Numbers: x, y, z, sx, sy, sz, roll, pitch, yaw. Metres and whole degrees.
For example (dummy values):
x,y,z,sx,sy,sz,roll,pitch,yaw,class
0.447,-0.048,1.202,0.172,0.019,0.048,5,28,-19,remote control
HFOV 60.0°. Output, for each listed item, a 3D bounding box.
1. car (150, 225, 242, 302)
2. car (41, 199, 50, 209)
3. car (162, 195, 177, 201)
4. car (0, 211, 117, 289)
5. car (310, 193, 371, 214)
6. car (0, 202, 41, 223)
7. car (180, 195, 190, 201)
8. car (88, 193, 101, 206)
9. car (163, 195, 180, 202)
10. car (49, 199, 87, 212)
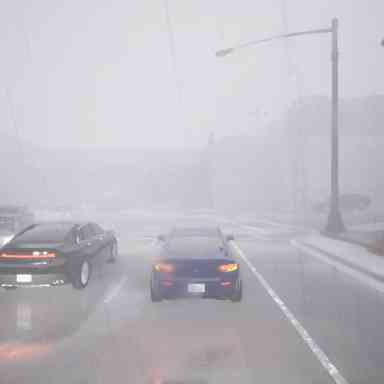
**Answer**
x,y,z,sx,sy,sz,roll,pitch,yaw,class
0.096,1.526,8.154,1.812,1.442,4.674,0,0,0,car
-18.129,1.547,42.383,2.033,1.411,5.357,0,0,-1,car
-5.726,1.552,85.211,1.994,1.385,4.181,0,0,24,car
-3.393,1.505,9.169,1.837,1.490,4.892,0,0,0,car
12.560,0.891,28.306,4.892,1.490,1.837,-7,0,0,car
-10.797,1.505,19.713,1.837,1.490,4.892,1,0,-9,car
-2.043,1.524,84.991,1.812,1.442,4.674,0,0,24,car
-14.896,1.222,54.832,2.150,2.045,5.566,0,0,-1,car
-4.566,1.355,75.360,2.097,1.767,4.553,0,0,6,car
-14.542,1.547,39.364,2.033,1.411,5.357,0,0,-2,car
